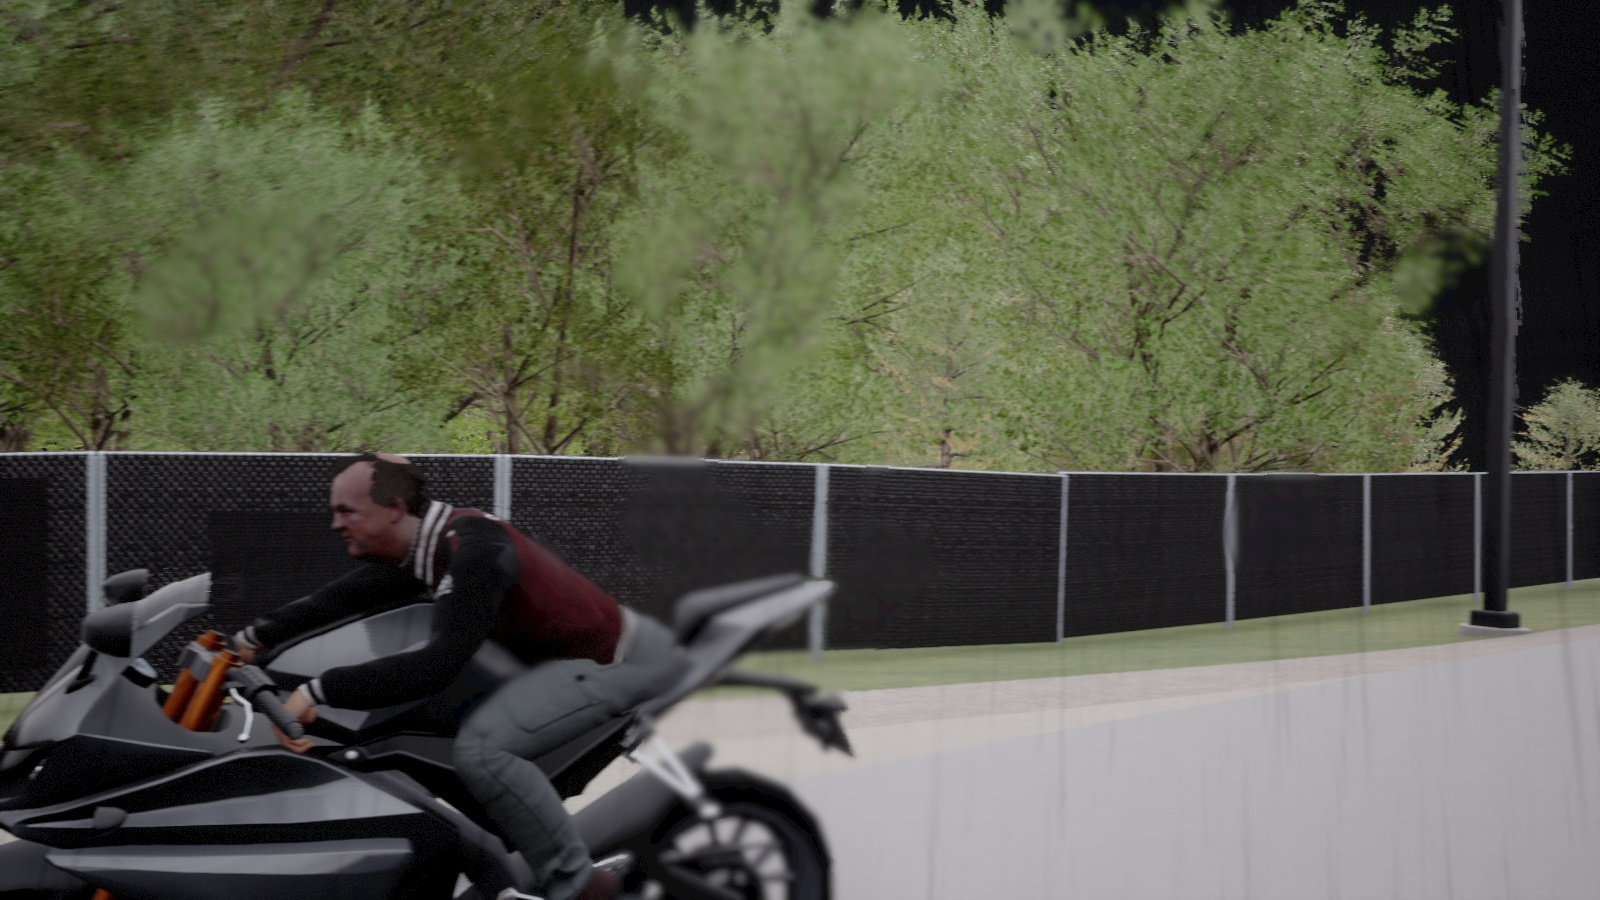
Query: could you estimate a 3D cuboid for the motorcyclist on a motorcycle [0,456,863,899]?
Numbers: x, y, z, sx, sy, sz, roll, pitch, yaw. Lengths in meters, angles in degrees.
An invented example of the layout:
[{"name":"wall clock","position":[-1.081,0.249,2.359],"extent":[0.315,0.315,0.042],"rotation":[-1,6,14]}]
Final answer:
[{"name":"motorcyclist on a motorcycle","position":[-1.025,0.787,2.952],"extent":[2.191,1.530,0.866],"rotation":[0,1,-27]}]
